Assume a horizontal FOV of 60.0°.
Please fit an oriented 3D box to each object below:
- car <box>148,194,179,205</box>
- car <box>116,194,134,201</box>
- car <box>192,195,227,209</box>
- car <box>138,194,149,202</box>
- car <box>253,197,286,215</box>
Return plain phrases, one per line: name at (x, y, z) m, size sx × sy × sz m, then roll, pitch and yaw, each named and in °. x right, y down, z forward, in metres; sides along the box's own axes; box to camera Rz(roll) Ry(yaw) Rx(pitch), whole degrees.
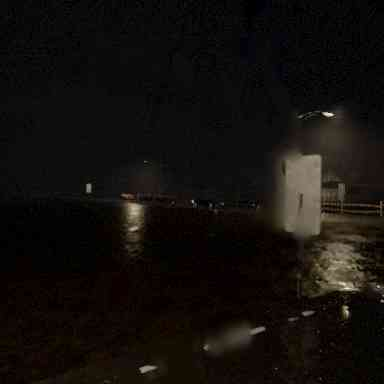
car at (-3.828, 1.095, 46.269) m, size 1.895 × 1.301 × 4.718 m, roll 2°, pitch -1°, yaw -35°
car at (-13.345, 1.035, 65.950) m, size 1.895 × 1.301 × 4.718 m, roll 2°, pitch -1°, yaw -35°
car at (1.948, 1.099, 38.130) m, size 1.837 × 1.490 × 4.892 m, roll 2°, pitch 0°, yaw -35°
car at (-7.345, 1.048, 57.582) m, size 2.033 × 1.411 × 5.357 m, roll 2°, pitch -1°, yaw -35°
car at (7.709, 1.214, 30.020) m, size 1.837 × 1.490 × 4.892 m, roll 2°, pitch 0°, yaw -35°
